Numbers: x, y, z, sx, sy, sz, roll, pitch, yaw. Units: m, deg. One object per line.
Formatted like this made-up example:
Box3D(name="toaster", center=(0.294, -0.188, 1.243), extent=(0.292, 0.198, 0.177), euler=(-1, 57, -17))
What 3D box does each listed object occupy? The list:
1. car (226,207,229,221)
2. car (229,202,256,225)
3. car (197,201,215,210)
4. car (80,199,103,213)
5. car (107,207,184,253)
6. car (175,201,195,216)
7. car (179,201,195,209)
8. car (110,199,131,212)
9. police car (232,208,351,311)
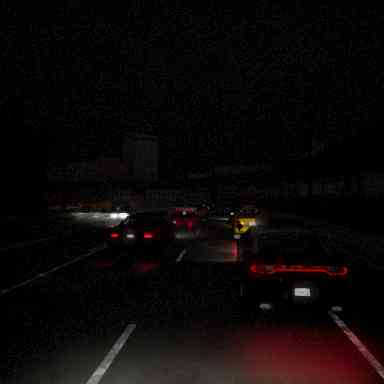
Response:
Box3D(name="car", center=(3.623, 1.522, 24.037), extent=(1.837, 1.490, 4.892), euler=(0, 0, 4))
Box3D(name="car", center=(3.082, 1.463, 18.028), extent=(1.801, 1.575, 5.366), euler=(0, 0, 6))
Box3D(name="car", center=(1.862, 1.862, 45.789), extent=(1.895, 1.301, 4.718), euler=(0, -1, -8))
Box3D(name="car", center=(-11.703, 1.557, 38.888), extent=(1.882, 1.535, 5.008), euler=(0, -1, -5))
Box3D(name="car", center=(-1.822, 1.553, 13.770), extent=(2.033, 1.411, 5.357), euler=(0, 0, 6))
Box3D(name="car", center=(-0.712, 1.636, 32.587), extent=(1.895, 1.301, 4.718), euler=(0, 0, -1))
Box3D(name="car", center=(-0.919, 2.347, 60.036), extent=(1.895, 1.301, 4.718), euler=(0, -2, -15))
Box3D(name="car", center=(-8.144, 1.570, 38.213), extent=(2.128, 1.511, 4.902), euler=(0, -1, -5))
Box3D(name="police car", center=(2.062, 1.429, 7.996), extent=(1.930, 1.638, 5.238), euler=(0, 0, 6))
